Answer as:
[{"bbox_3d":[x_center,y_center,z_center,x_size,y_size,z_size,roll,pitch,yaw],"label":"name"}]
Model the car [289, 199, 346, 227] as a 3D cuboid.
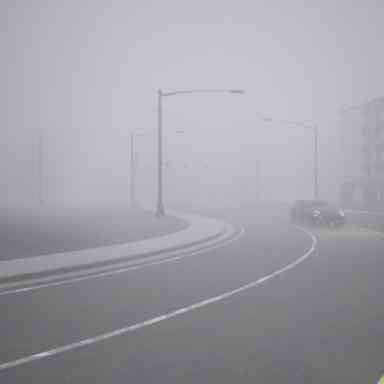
[{"bbox_3d":[8.080,1.279,21.855,2.097,1.767,4.553,0,0,-5],"label":"car"}]
